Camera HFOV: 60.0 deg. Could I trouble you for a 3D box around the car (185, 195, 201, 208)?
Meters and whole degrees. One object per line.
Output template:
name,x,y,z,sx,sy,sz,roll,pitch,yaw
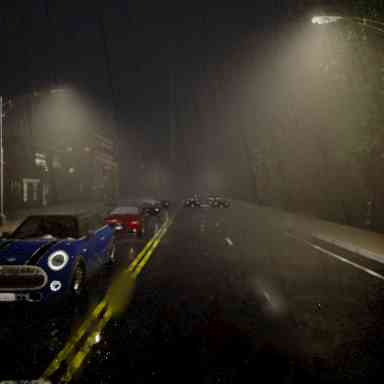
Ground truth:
car,0.082,1.306,41.171,1.895,1.301,4.718,0,0,0

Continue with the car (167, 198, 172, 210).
car,-3.325,1.333,37.342,1.895,1.301,4.718,0,0,0

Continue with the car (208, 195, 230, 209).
car,3.336,1.315,39.922,1.895,1.301,4.718,0,0,0

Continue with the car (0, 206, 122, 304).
car,-3.353,1.292,8.251,2.097,1.767,4.553,0,0,0

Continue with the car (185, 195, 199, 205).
car,-0.008,1.178,51.370,2.033,1.411,5.357,0,0,0

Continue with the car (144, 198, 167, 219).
car,-3.356,1.406,27.151,1.895,1.301,4.718,0,0,0

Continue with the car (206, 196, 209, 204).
car,3.229,1.133,49.947,2.128,1.511,4.902,0,0,0

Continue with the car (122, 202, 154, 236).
car,-3.357,1.440,17.307,1.994,1.385,4.181,0,0,0
